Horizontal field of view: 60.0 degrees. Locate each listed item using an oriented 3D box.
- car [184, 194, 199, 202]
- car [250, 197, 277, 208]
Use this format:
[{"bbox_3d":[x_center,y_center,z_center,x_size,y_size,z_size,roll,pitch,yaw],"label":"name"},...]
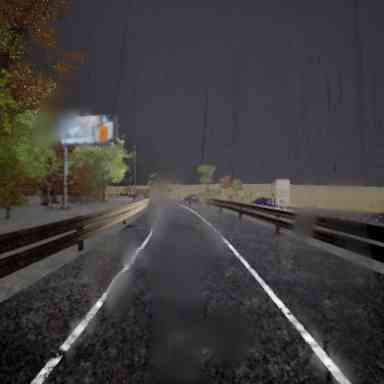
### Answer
[{"bbox_3d":[-0.204,1.312,71.319,2.097,1.767,4.553,0,0,-18],"label":"car"},{"bbox_3d":[9.125,1.413,42.800,1.812,1.442,4.674,0,0,-18],"label":"car"}]
